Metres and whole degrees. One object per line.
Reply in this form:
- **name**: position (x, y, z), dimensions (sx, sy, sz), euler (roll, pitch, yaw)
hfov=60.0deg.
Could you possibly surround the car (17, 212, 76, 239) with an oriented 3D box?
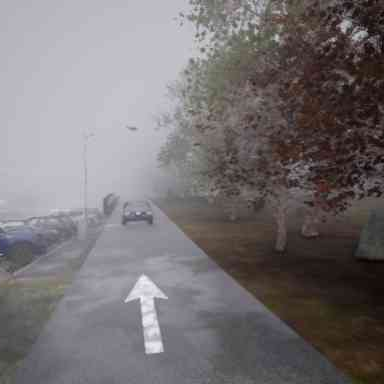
- **car**: position (-10.718, 2.498, 22.693), dimensions (4.553, 1.767, 2.185), euler (1, -2, -31)

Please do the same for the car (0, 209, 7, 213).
- **car**: position (-34.191, 4.196, 55.640), dimensions (4.892, 1.521, 2.231), euler (-1, -2, -31)

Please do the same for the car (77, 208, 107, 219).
- **car**: position (-17.488, 3.774, 58.292), dimensions (4.553, 1.767, 2.185), euler (1, -3, -31)

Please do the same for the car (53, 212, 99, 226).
- **car**: position (-14.113, 3.263, 40.491), dimensions (4.892, 1.521, 2.231), euler (1, -3, -31)

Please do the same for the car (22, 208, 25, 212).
- **car**: position (-36.367, 4.357, 67.284), dimensions (5.566, 2.045, 2.435), euler (-1, -2, -31)

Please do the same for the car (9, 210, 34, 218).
- **car**: position (-37.459, 4.845, 73.095), dimensions (4.792, 1.488, 2.163), euler (-1, -2, -31)

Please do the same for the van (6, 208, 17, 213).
- **van**: position (-35.391, 4.178, 61.389), dimensions (4.442, 1.987, 1.878), euler (-1, -2, -31)

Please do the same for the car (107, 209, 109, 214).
- **car**: position (-15.752, 3.330, 49.415), dimensions (5.566, 2.045, 2.435), euler (1, -3, -31)

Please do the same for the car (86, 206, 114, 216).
- **car**: position (-20.229, 4.177, 73.166), dimensions (5.566, 2.045, 2.435), euler (1, -3, -31)

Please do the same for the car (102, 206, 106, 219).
- **car**: position (-14.690, 3.116, 43.449), dimensions (5.566, 2.045, 2.435), euler (1, -2, -31)

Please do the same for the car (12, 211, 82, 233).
- **car**: position (-11.283, 2.604, 25.665), dimensions (4.553, 1.767, 2.185), euler (1, -2, -31)

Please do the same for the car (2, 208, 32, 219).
- **car**: position (-36.912, 4.460, 70.191), dimensions (5.566, 2.045, 2.435), euler (-1, -2, -31)

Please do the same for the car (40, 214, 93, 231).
- **car**: position (-13.006, 3.078, 34.531), dimensions (4.792, 1.488, 2.163), euler (1, -2, -31)

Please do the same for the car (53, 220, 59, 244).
- **car**: position (-9.621, 2.411, 16.740), dimensions (4.892, 1.521, 2.231), euler (1, -2, -31)

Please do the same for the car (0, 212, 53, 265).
- **car**: position (-9.054, 2.053, 13.801), dimensions (5.566, 2.045, 2.435), euler (1, -3, -31)

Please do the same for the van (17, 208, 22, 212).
- **van**: position (-35.937, 4.281, 64.295), dimensions (4.442, 1.987, 1.878), euler (-1, -2, -31)

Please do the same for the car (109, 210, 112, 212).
- **car**: position (-18.001, 4.006, 61.262), dimensions (4.892, 1.521, 2.231), euler (1, -2, -31)

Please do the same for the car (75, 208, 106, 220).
- **car**: position (-16.920, 3.667, 55.318), dimensions (4.553, 1.767, 2.185), euler (1, -3, -31)

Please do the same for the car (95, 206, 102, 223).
- **car**: position (-13.514, 2.904, 37.540), dimensions (5.566, 2.045, 2.435), euler (1, -3, -31)

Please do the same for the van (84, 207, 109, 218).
- **van**: position (-18.471, 3.886, 64.302), dimensions (4.442, 1.987, 1.878), euler (1, -3, -31)

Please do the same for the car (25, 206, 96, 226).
- **car**: position (-12.447, 2.691, 31.572), dimensions (5.566, 2.045, 2.435), euler (1, -2, -31)

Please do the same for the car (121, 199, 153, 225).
- **car**: position (-3.452, 1.157, 20.966), dimensions (2.033, 1.411, 5.357), euler (-1, 2, -10)

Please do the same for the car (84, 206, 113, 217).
- **car**: position (-19.703, 4.070, 70.153), dimensions (5.566, 2.045, 2.435), euler (1, -2, -31)

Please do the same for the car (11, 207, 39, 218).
- **car**: position (-38.045, 4.667, 75.961), dimensions (5.566, 2.045, 2.435), euler (-1, -2, -31)

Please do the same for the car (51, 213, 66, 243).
- **car**: position (-10.216, 2.391, 19.698), dimensions (4.553, 1.767, 2.185), euler (1, -3, -31)
